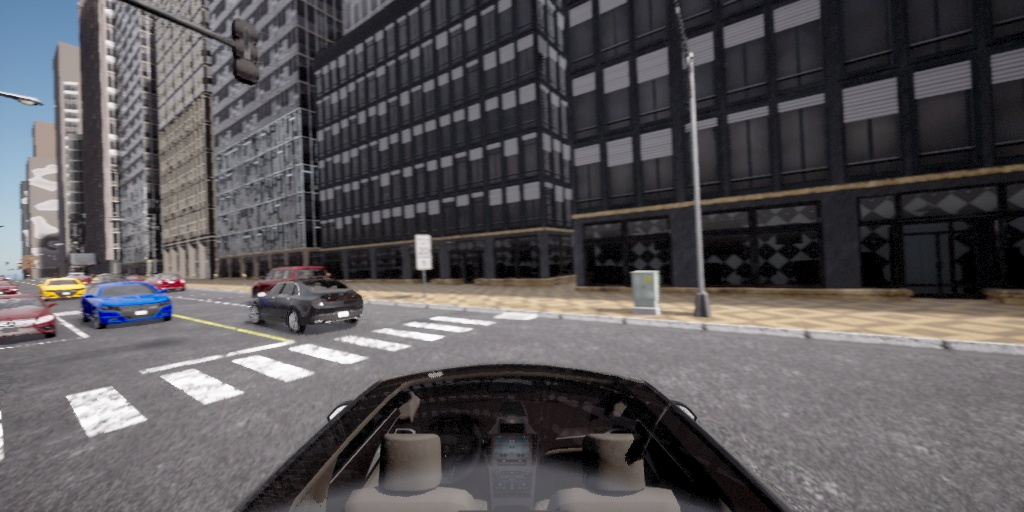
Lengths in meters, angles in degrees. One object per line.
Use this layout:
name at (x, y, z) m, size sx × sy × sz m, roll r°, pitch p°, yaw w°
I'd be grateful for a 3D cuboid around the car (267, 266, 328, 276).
car at (-10.899, 1.450, 17.763) m, size 5.009 × 1.841 × 2.192 m, roll 0°, pitch 0°, yaw 34°

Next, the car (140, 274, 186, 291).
car at (-29.212, 2.213, 30.189) m, size 4.097 × 1.591 × 1.967 m, roll 0°, pitch 0°, yaw 34°

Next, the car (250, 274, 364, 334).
car at (-6.806, 1.494, 11.744) m, size 4.892 × 1.490 × 1.837 m, roll -2°, pitch -1°, yaw 36°

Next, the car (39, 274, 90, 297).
car at (-32.352, 2.346, 25.797) m, size 5.008 × 1.535 × 1.882 m, roll -2°, pitch 0°, yaw 35°

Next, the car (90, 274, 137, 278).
car at (-33.664, 2.428, 30.175) m, size 4.892 × 1.490 × 1.837 m, roll -2°, pitch 0°, yaw 35°

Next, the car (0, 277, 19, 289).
car at (-42.782, 2.778, 29.953) m, size 4.507 × 1.381 × 1.888 m, roll 0°, pitch 0°, yaw 34°

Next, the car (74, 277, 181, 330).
car at (-14.698, 1.731, 13.630) m, size 5.008 × 1.535 × 1.882 m, roll -2°, pitch 0°, yaw 34°

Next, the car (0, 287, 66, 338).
car at (-15.493, 1.857, 11.044) m, size 4.207 × 1.307 × 1.802 m, roll 0°, pitch 0°, yaw 34°
